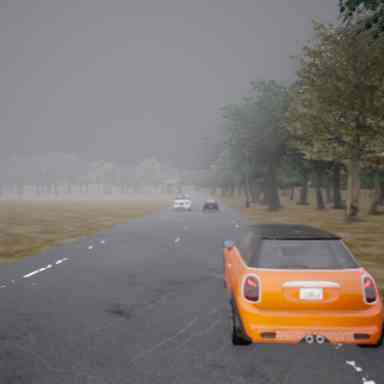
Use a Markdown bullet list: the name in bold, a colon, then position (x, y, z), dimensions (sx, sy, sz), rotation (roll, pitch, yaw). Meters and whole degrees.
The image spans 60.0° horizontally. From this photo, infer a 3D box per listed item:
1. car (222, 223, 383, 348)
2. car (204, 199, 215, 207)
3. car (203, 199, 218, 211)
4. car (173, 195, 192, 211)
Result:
- **car**: position (1.709, 1.386, 6.549), dimensions (2.097, 1.767, 4.553), rotation (0, 0, 3)
- **car**: position (2.982, 1.823, 56.705), dimensions (1.895, 1.301, 4.718), rotation (-1, 0, 3)
- **car**: position (2.445, 1.681, 43.689), dimensions (1.882, 1.535, 5.008), rotation (0, 0, 3)
- **car**: position (-1.211, 1.459, 44.487), dimensions (2.150, 2.045, 5.566), rotation (0, 0, 3)
